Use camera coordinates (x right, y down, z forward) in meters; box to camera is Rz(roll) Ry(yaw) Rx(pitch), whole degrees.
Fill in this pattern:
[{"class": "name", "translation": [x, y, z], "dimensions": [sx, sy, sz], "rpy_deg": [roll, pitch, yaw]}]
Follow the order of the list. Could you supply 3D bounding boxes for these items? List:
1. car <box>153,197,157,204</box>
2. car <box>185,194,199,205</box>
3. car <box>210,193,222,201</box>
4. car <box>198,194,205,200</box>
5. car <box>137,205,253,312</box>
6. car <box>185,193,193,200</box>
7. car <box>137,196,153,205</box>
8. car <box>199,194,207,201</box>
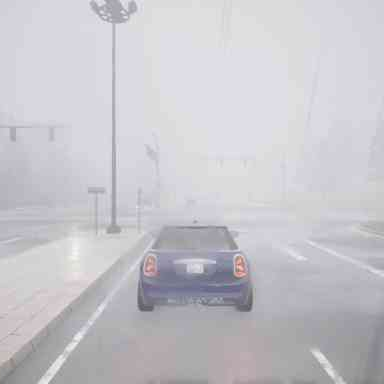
[{"class": "car", "translation": [-8.370, 1.505, 66.268], "dimensions": [1.837, 1.490, 4.892], "rpy_deg": [0, 0, 0]}, {"class": "car", "translation": [-0.161, 1.526, 54.717], "dimensions": [1.812, 1.442, 4.674], "rpy_deg": [0, 0, -1]}, {"class": "car", "translation": [6.357, 1.215, 85.008], "dimensions": [2.150, 2.045, 5.566], "rpy_deg": [0, 0, -1]}, {"class": "car", "translation": [2.688, 1.442, 95.603], "dimensions": [1.882, 1.535, 5.008], "rpy_deg": [0, 0, -1]}, {"class": "car", "translation": [0.071, 1.352, 7.897], "dimensions": [2.097, 1.767, 4.553], "rpy_deg": [0, 0, 0]}, {"class": "car", "translation": [-0.812, 1.189, 95.577], "dimensions": [2.150, 2.045, 5.566], "rpy_deg": [0, 0, -1]}, {"class": "car", "translation": [-8.282, 1.505, 57.059], "dimensions": [1.837, 1.490, 4.892], "rpy_deg": [0, 0, -1]}, {"class": "car", "translation": [2.852, 1.513, 85.279], "dimensions": [1.812, 1.442, 4.674], "rpy_deg": [0, 0, -1]}]
